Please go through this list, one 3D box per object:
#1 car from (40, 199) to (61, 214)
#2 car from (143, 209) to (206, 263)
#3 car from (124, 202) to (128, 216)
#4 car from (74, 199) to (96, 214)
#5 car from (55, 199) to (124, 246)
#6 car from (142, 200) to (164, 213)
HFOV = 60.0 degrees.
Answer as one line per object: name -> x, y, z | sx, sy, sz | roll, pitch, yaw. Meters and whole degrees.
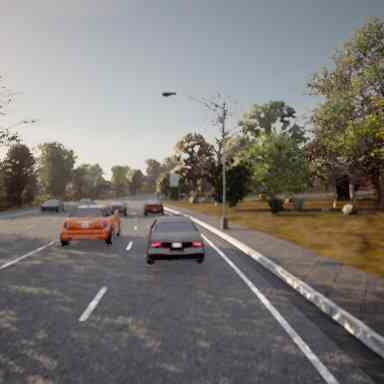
car -> -15.465, 1.556, 36.992 | 1.882, 1.535, 5.008 | 0, 0, -11
car -> -0.664, 1.570, 12.009 | 2.033, 1.411, 5.357 | 0, 0, -5
car -> -7.372, 1.591, 33.083 | 1.812, 1.442, 4.674 | 0, 0, -11
car -> -12.073, 1.584, 37.875 | 1.837, 1.490, 4.892 | 0, -1, -11
car -> -4.606, 1.386, 15.710 | 2.097, 1.767, 4.553 | 0, 0, -7
car -> -4.016, 1.542, 34.159 | 1.882, 1.535, 5.008 | 0, 0, -11
